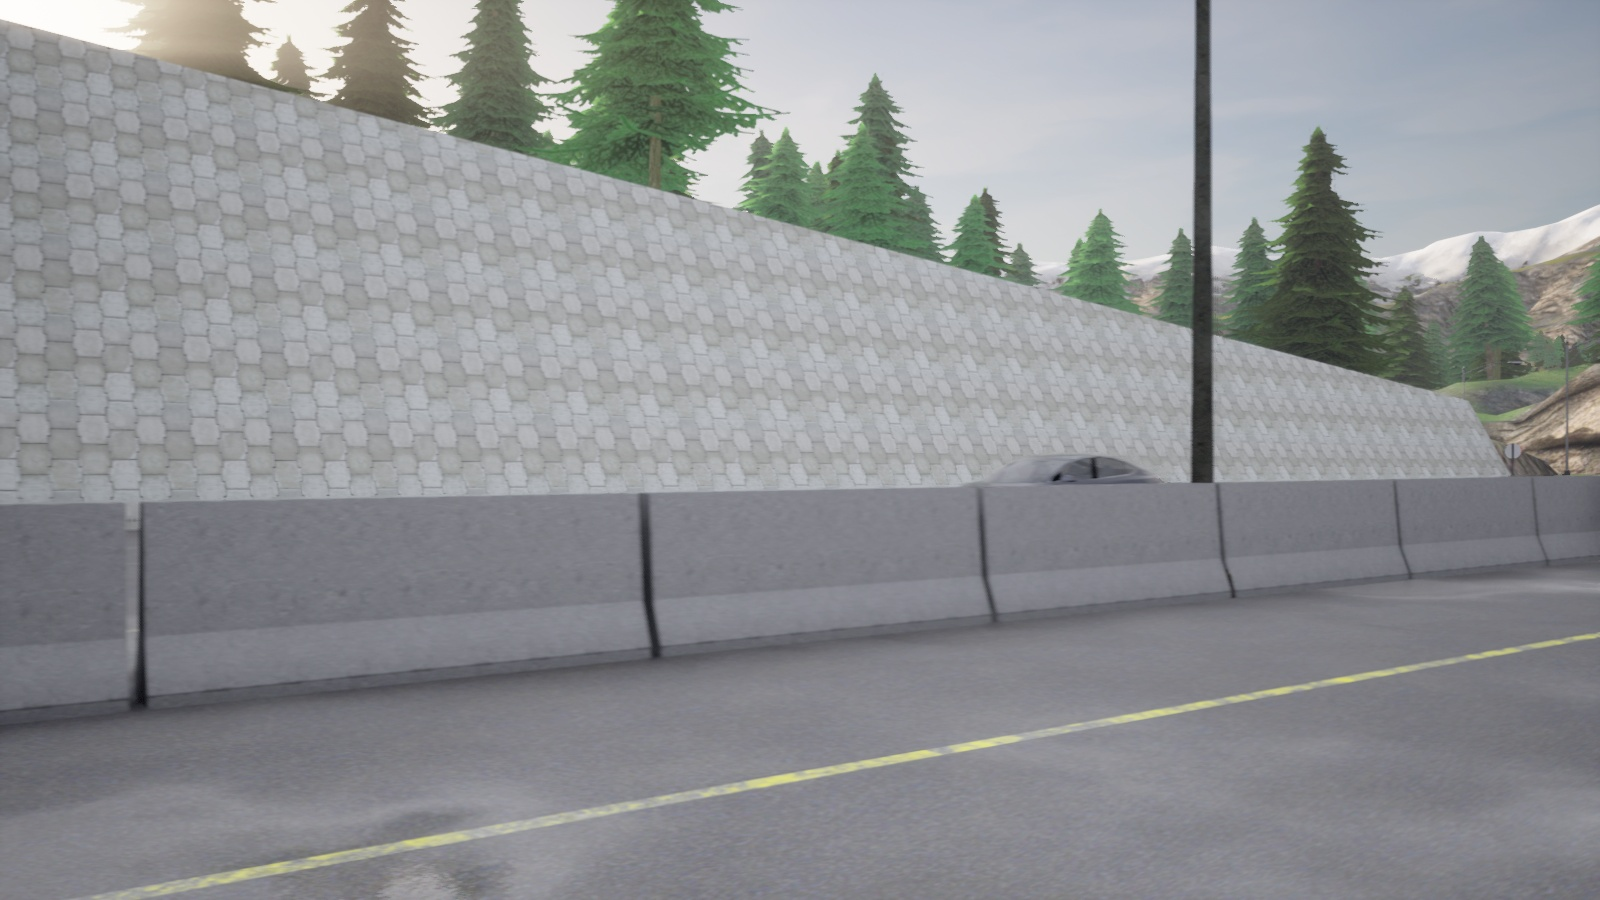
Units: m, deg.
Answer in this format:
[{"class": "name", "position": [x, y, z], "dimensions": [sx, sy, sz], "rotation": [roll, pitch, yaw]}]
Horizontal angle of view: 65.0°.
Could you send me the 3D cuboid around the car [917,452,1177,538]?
[{"class": "car", "position": [4.782, 0.793, 24.044], "dimensions": [4.792, 1.488, 2.163], "rotation": [0, 0, -35]}]
